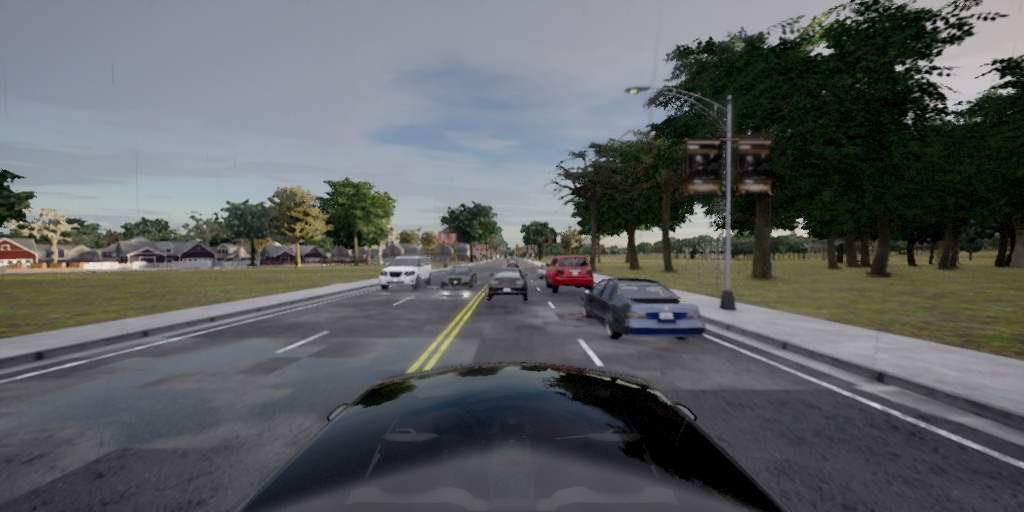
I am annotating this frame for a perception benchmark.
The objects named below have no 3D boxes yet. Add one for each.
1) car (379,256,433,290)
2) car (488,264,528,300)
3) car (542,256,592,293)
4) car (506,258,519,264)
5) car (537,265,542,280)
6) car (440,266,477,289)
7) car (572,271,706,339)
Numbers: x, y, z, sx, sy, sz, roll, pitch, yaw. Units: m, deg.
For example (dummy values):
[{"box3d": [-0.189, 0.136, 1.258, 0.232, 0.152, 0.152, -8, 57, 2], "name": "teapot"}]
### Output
[{"box3d": [-6.601, 1.001, 22.987, 2.150, 2.045, 5.566, 0, 0, 0], "name": "car"}, {"box3d": [-0.173, 1.297, 17.772, 1.812, 1.442, 4.674, 0, 0, 1], "name": "car"}, {"box3d": [3.249, 0.998, 21.104, 2.150, 2.045, 5.566, 0, 0, 0], "name": "car"}, {"box3d": [0.086, 1.354, 56.923, 1.812, 1.442, 4.674, 0, 0, 0], "name": "car"}, {"box3d": [3.248, 1.394, 32.105, 1.895, 1.301, 4.718, 0, 0, 0], "name": "car"}, {"box3d": [-3.351, 1.344, 23.164, 1.994, 1.385, 4.181, 0, 0, 0], "name": "car"}, {"box3d": [3.249, 1.308, 10.071, 2.033, 1.411, 5.357, 0, 0, 0], "name": "car"}]
